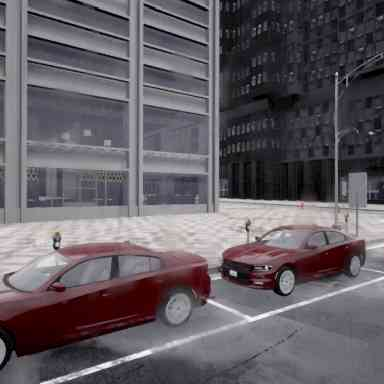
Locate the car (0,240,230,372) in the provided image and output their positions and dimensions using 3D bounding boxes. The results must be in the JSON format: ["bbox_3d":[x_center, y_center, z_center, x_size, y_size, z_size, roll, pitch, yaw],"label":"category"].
[{"bbox_3d":[-1.755,1.545,5.416,4.507,1.381,1.887,0,0,-36],"label":"car"}]

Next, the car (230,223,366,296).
[{"bbox_3d":[2.736,1.545,8.635,4.507,1.381,1.887,0,0,-36],"label":"car"}]
